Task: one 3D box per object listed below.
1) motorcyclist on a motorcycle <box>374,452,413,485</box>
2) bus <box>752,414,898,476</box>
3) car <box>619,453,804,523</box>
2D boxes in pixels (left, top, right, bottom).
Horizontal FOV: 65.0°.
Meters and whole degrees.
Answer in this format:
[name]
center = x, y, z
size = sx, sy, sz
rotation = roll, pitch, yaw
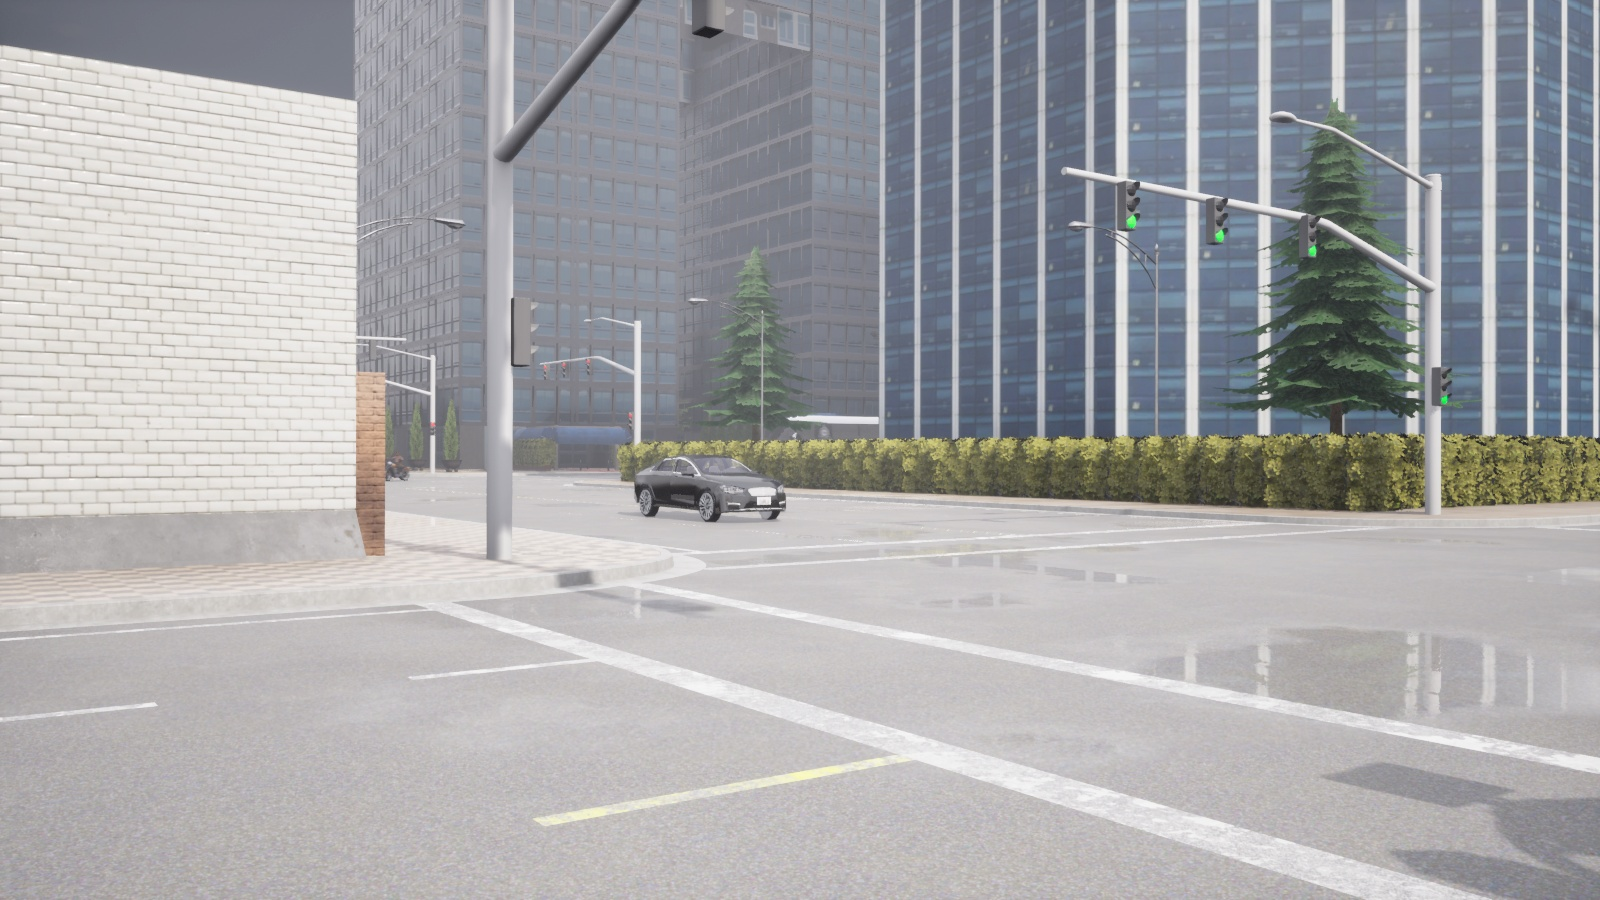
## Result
[motorcyclist on a motorcycle]
center = -21.265, 0.957, 65.802
size = 0.766, 1.649, 2.350
rotation = 1, 0, 15
[bus]
center = 1.882, -0.357, 91.109
size = 10.273, 4.253, 3.944
rotation = 0, 0, -35
[car]
center = -2.194, 0.834, 29.697
size = 2.128, 1.511, 4.902
rotation = 0, 0, -35
